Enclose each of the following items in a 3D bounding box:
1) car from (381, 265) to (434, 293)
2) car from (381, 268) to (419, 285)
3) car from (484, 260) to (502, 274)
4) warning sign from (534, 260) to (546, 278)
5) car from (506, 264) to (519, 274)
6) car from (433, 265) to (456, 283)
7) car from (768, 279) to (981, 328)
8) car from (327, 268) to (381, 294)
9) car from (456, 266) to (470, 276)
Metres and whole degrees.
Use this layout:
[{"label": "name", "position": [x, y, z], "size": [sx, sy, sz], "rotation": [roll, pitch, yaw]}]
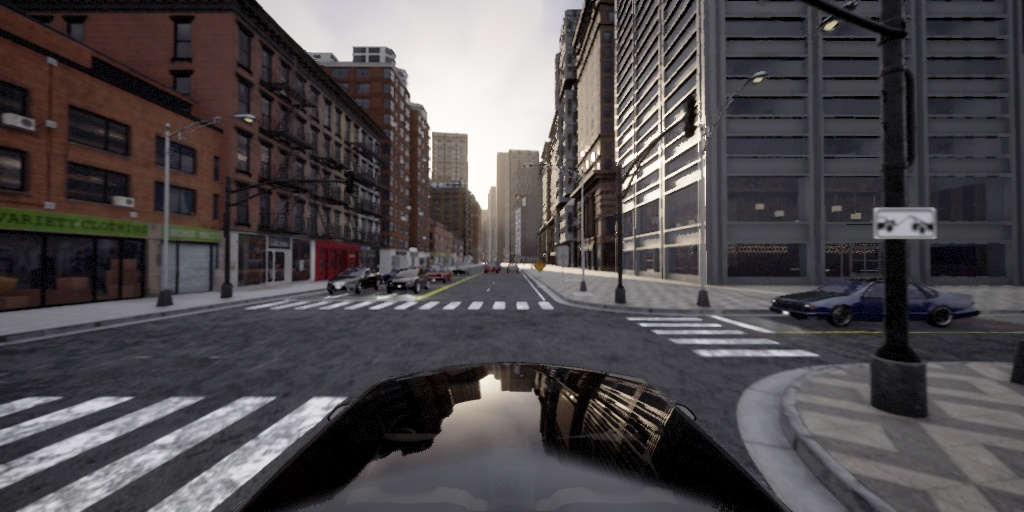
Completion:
[{"label": "car", "position": [-6.610, 1.541, 23.236], "size": [1.837, 1.490, 4.892], "rotation": [0, -1, -1]}, {"label": "car", "position": [-9.855, 1.750, 32.053], "size": [1.895, 1.301, 4.718], "rotation": [0, -1, 0]}, {"label": "car", "position": [-3.152, 1.805, 56.148], "size": [2.097, 1.767, 4.553], "rotation": [0, -1, 1]}, {"label": "warning sign", "position": [2.852, 1.322, 36.658], "size": [1.300, 1.860, 1.060], "rotation": [0, 0, 0]}, {"label": "car", "position": [0.103, 1.940, 55.773], "size": [2.128, 1.511, 4.902], "rotation": [0, -1, 0]}, {"label": "car", "position": [-6.596, 1.755, 32.495], "size": [1.895, 1.301, 4.718], "rotation": [0, -1, 0]}, {"label": "car", "position": [11.472, 1.444, 11.555], "size": [5.357, 1.411, 2.033], "rotation": [0, -1, 0]}, {"label": "car", "position": [-9.848, 1.522, 22.785], "size": [2.128, 1.511, 4.902], "rotation": [0, -1, 0]}, {"label": "car", "position": [-6.584, 1.930, 46.410], "size": [1.895, 1.301, 4.718], "rotation": [0, -1, 0]}]
